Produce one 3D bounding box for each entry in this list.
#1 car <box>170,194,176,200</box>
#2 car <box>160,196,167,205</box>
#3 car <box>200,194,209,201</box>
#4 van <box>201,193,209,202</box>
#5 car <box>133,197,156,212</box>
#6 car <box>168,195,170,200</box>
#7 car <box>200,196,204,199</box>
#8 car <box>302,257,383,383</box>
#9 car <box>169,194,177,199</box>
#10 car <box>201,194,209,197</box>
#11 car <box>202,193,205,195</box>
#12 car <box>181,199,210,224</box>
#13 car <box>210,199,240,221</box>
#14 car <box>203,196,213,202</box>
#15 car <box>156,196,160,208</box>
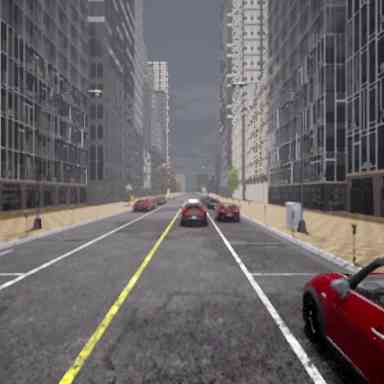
[{"bbox_3d":[-5.508,1.362,88.978,1.752,1.417,4.829,0,0,0],"label":"car"},{"bbox_3d":[-5.576,1.466,54.993,1.887,1.381,4.507,0,0,0],"label":"car"},{"bbox_3d":[2.851,1.308,77.737,1.967,1.590,4.097,0,0,0],"label":"car"},{"bbox_3d":[2.840,1.224,72.046,1.690,1.788,3.998,0,0,0],"label":"van"},{"bbox_3d":[-5.611,1.500,37.915,1.887,1.381,4.507,0,0,0],"label":"car"},{"bbox_3d":[-5.565,1.475,60.686,1.947,1.339,4.313,0,0,0],"label":"car"},{"bbox_3d":[0.186,1.549,41.461,1.895,1.301,4.718,0,0,0],"label":"car"},{"bbox_3d":[2.700,1.437,3.737,1.967,1.590,4.097,0,0,0],"label":"car"},{"bbox_3d":[-5.496,1.370,94.842,2.008,1.369,4.403,0,0,0],"label":"car"},{"bbox_3d":[2.804,1.488,54.968,1.947,1.339,4.313,0,0,0],"label":"car"},{"bbox_3d":[2.828,1.462,66.352,1.947,1.339,4.313,0,0,0],"label":"car"},{"bbox_3d":[0.152,1.502,24.263,1.812,1.442,4.674,0,0,0],"label":"car"},{"bbox_3d":[2.747,1.518,26.507,1.887,1.381,4.507,0,0,0],"label":"car"},{"bbox_3d":[2.781,1.510,43.584,1.947,1.339,4.313,0,0,0],"label":"car"},{"bbox_3d":[-5.599,1.526,43.608,1.802,1.307,4.206,0,0,0],"label":"car"}]
